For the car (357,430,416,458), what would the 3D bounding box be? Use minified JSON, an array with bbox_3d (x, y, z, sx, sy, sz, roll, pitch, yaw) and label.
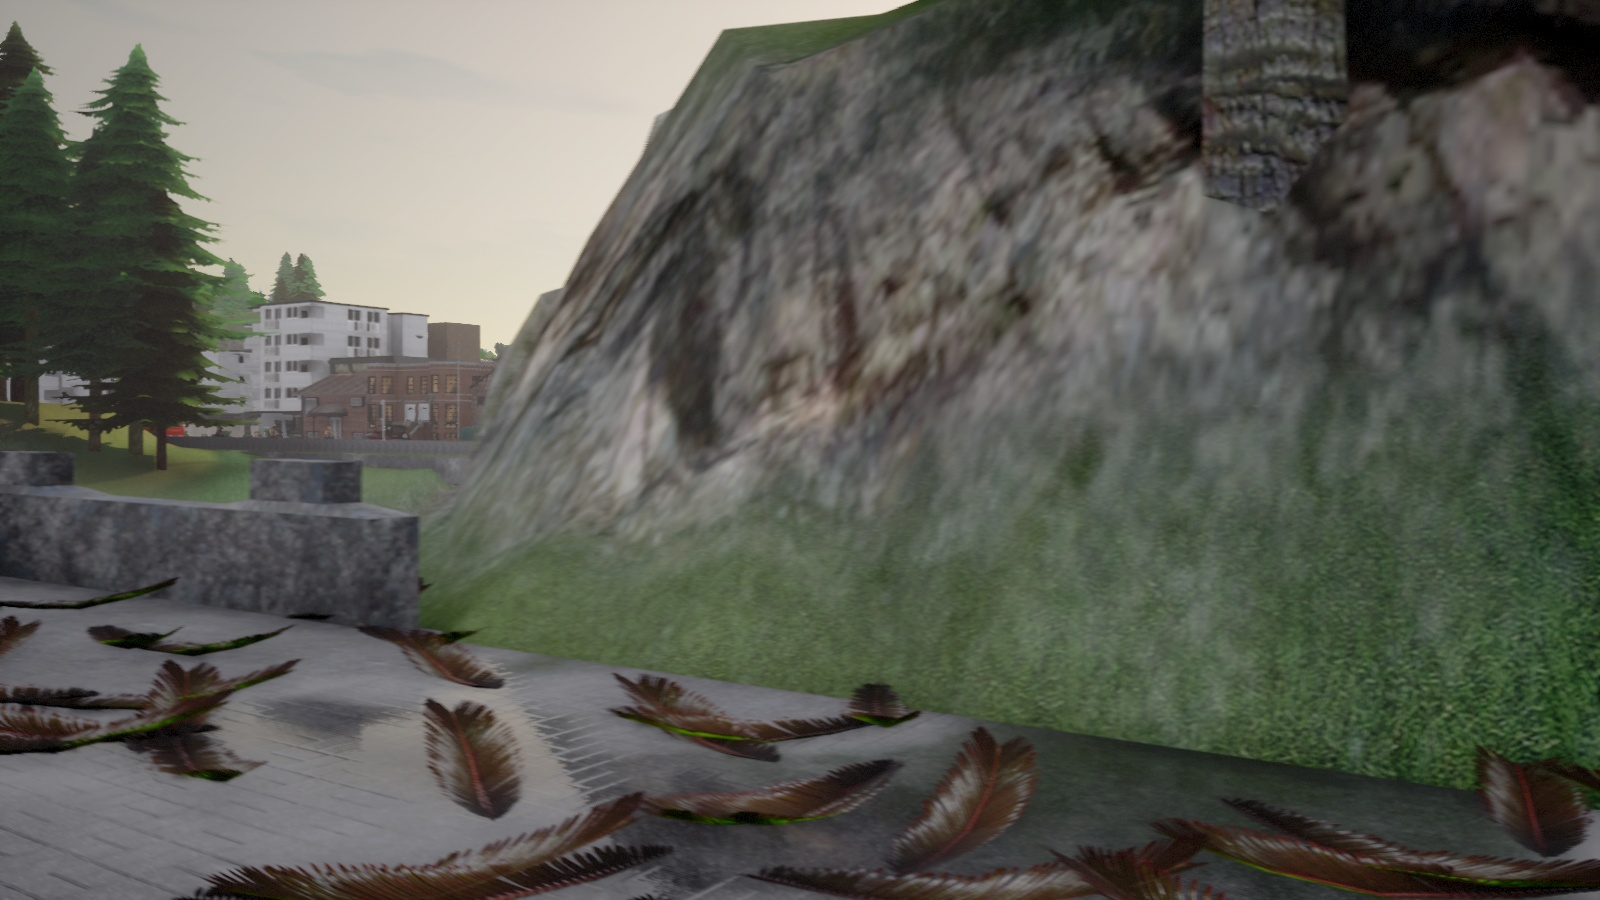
[{"bbox_3d":[-28.858,-0.403,87.662,3.866,1.878,1.905,0,1,34],"label":"car"}]
